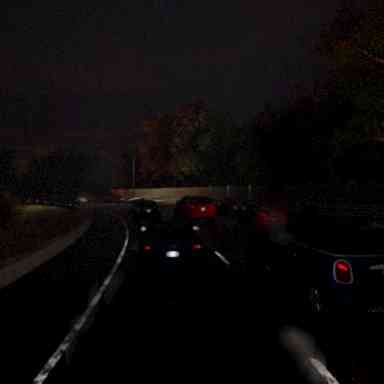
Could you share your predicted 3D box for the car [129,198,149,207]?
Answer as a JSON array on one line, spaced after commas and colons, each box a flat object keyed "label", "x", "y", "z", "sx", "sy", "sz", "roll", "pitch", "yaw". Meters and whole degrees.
[{"label": "car", "x": -9.038, "y": 1.784, "z": 56.896, "sx": 1.994, "sy": 1.385, "sz": 4.181, "roll": 0, "pitch": 0, "yaw": -31}]

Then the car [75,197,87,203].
[{"label": "car", "x": -27.462, "y": 1.901, "z": 82.150, "sx": 1.812, "sy": 1.442, "sz": 4.674, "roll": 0, "pitch": 0, "yaw": -38}]

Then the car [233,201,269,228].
[{"label": "car", "x": 4.531, "y": 1.580, "z": 22.241, "sx": 1.812, "sy": 1.442, "sz": 4.674, "roll": 0, "pitch": 0, "yaw": -11}]

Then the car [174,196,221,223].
[{"label": "car", "x": 0.110, "y": 1.305, "z": 25.957, "sx": 2.150, "sy": 2.045, "sz": 5.566, "roll": 0, "pitch": 0, "yaw": -15}]

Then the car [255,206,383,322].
[{"label": "car", "x": 3.096, "y": 1.363, "z": 7.477, "sx": 2.097, "sy": 1.767, "sz": 4.553, "roll": 0, "pitch": 0, "yaw": -3}]

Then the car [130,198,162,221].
[{"label": "car", "x": -3.749, "y": 1.454, "z": 26.788, "sx": 2.097, "sy": 1.767, "sz": 4.553, "roll": 0, "pitch": 0, "yaw": -14}]

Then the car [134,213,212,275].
[{"label": "car", "x": -0.705, "y": 1.602, "z": 10.684, "sx": 1.994, "sy": 1.385, "sz": 4.181, "roll": 0, "pitch": 0, "yaw": -6}]

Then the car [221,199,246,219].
[{"label": "car", "x": 3.469, "y": 1.433, "z": 30.078, "sx": 2.097, "sy": 1.767, "sz": 4.553, "roll": 0, "pitch": 0, "yaw": -24}]
